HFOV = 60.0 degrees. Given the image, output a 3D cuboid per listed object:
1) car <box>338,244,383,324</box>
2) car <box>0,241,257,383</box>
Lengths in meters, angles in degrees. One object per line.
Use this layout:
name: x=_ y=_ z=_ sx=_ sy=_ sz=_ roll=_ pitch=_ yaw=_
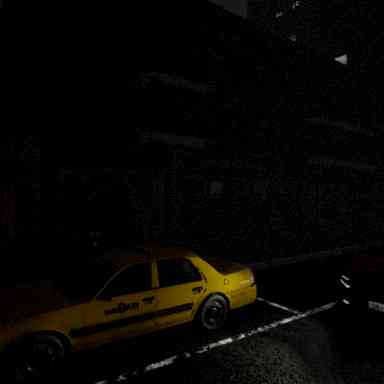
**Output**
car: x=4.872 y=1.483 z=6.550 sx=5.008 sy=1.535 sz=1.882 roll=0 pitch=0 yaw=-36
car: x=-1.077 y=1.527 z=5.304 sx=4.829 sy=1.417 sz=1.752 roll=0 pitch=2 yaw=-35
